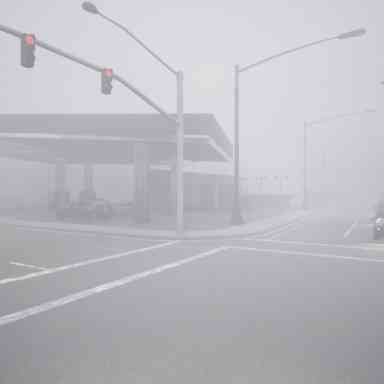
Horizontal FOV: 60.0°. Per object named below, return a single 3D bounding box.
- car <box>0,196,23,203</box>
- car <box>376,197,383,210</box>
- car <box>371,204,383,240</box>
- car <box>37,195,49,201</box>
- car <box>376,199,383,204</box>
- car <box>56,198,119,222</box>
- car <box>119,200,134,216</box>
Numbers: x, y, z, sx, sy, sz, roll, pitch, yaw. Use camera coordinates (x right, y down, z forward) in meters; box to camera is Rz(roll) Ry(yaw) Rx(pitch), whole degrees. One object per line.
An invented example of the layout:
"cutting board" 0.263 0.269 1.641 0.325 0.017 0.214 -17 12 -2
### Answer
"car" -38.757 1.540 70.600 2.033 1.411 5.357 0 0 33
"car" 25.100 1.491 42.977 2.128 1.511 4.902 0 0 30
"car" 10.116 1.547 16.657 2.033 1.411 5.357 0 0 29
"car" -35.100 1.524 80.759 1.812 1.442 4.674 0 0 44
"car" 14.968 1.505 25.259 1.837 1.490 4.892 0 0 30
"car" -8.220 1.295 25.296 4.611 1.667 2.242 0 0 31
"car" -5.960 1.456 30.632 3.806 1.475 1.970 0 0 31
